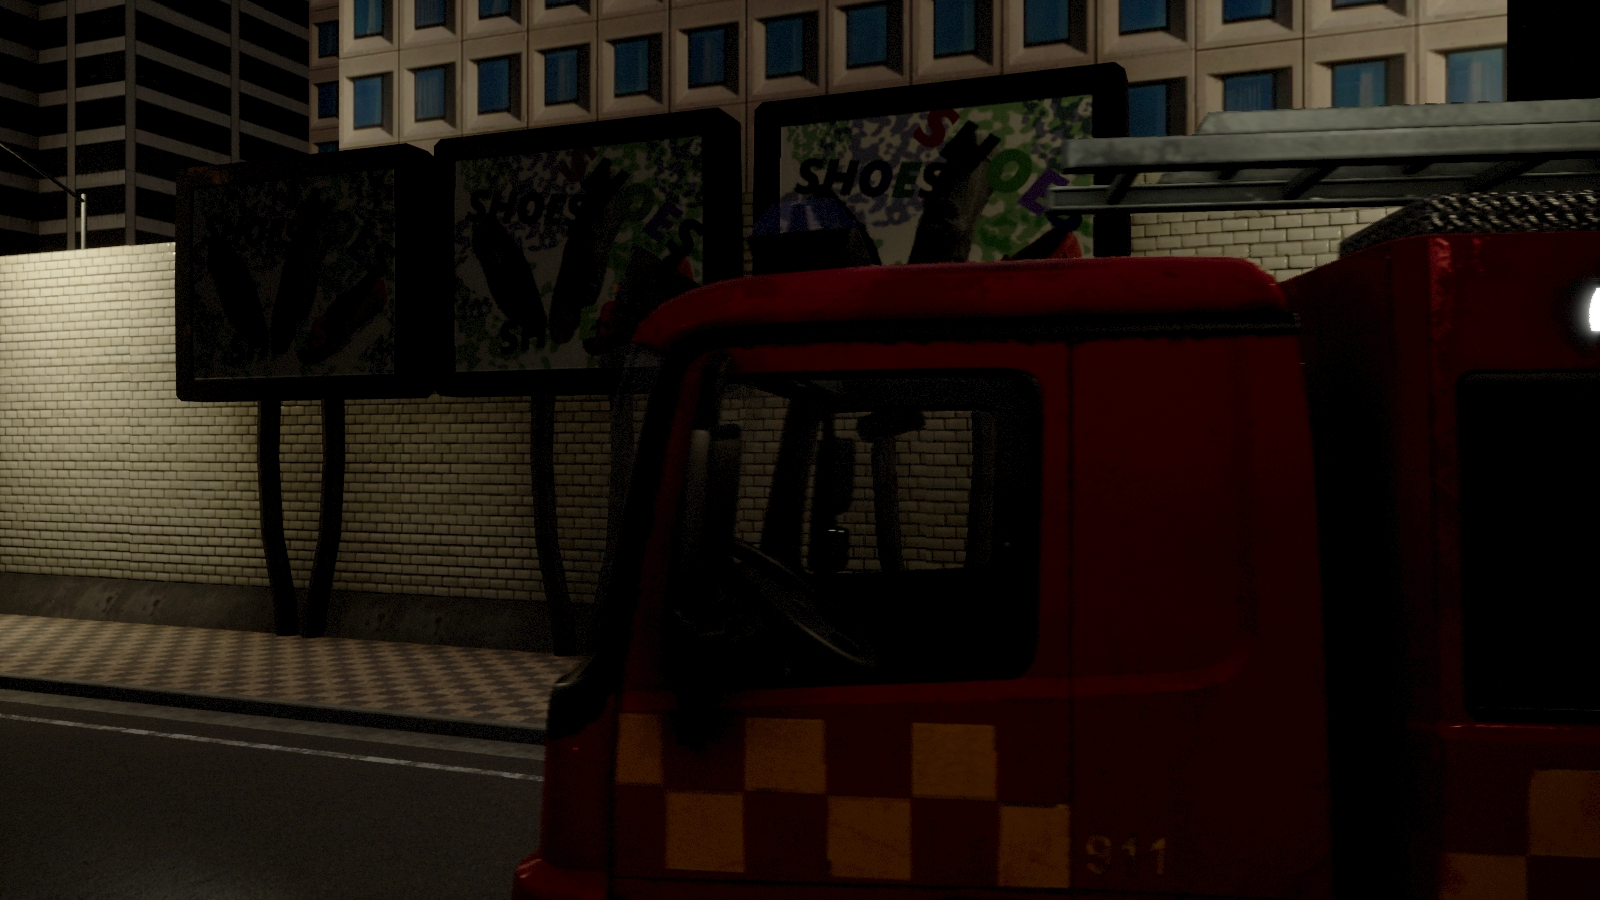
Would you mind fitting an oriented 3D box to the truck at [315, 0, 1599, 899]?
[{"bbox_3d":[3.165,0.835,3.753,8.468,3.827,2.891,0,0,8],"label":"truck"}]
